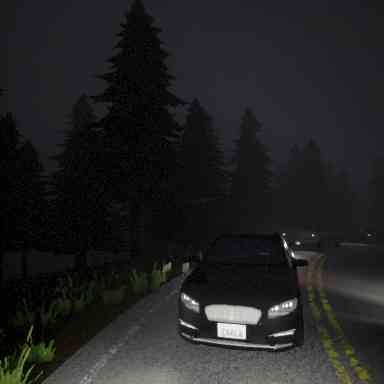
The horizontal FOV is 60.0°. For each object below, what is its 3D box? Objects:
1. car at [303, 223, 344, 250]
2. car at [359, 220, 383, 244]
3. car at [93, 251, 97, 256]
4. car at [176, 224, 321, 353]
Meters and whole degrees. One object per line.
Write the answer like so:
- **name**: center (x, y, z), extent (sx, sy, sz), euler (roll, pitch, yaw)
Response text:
- **car**: center (6.484, 2.307, 17.677), extent (1.895, 1.301, 4.718), euler (-3, -6, 39)
- **car**: center (15.811, 3.222, 26.447), extent (5.566, 2.045, 2.150), euler (8, -8, -28)
- **car**: center (-20.286, 13.650, 72.958), extent (4.181, 1.381, 1.994), euler (-2, -5, 31)
- **car**: center (1.131, 1.561, 6.596), extent (2.128, 1.511, 4.902), euler (-1, -2, 15)
